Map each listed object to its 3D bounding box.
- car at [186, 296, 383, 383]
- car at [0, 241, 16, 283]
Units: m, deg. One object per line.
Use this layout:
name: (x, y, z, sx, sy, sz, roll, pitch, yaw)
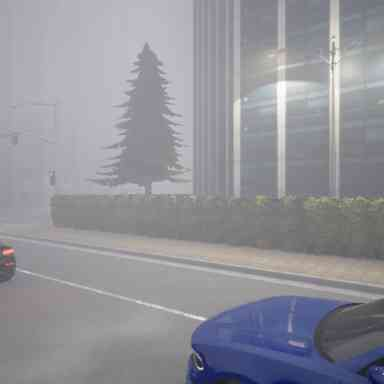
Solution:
car: (2.242, 1.478, 2.394, 5.008, 1.535, 1.882, 0, 0, 36)
car: (-6.228, 1.526, 8.390, 4.674, 1.442, 1.812, 0, 0, 36)
